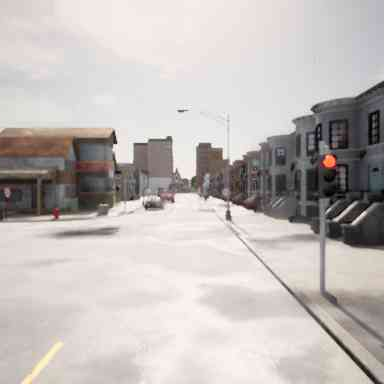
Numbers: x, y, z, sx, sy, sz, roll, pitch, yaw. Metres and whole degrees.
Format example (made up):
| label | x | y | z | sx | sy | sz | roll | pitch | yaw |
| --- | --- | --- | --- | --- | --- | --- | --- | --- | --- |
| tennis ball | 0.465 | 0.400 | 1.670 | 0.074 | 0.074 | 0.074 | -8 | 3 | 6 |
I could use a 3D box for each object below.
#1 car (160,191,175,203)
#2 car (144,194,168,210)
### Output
| label | x | y | z | sx | sy | sz | roll | pitch | yaw |
| --- | --- | --- | --- | --- | --- | --- | --- | --- | --- |
| car | -4.021 | 0.785 | 54.906 | 2.150 | 2.045 | 5.566 | 0 | 0 | 0 |
| car | -4.070 | 1.271 | 36.655 | 1.994 | 1.385 | 4.181 | 0 | 0 | 0 |
